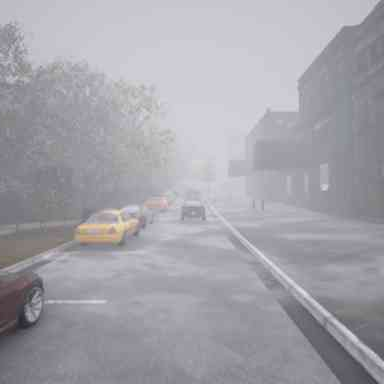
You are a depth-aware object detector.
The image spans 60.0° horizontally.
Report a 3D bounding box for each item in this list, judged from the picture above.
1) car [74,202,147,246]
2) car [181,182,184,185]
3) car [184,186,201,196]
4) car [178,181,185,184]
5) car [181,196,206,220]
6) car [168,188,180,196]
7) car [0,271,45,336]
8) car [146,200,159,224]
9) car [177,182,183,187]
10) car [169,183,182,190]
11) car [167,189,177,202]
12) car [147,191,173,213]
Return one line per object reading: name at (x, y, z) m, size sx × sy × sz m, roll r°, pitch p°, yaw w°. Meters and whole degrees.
car at (-3.643, 1.474, 15.267) m, size 1.946 × 1.575 × 5.366 m, roll 0°, pitch 1°, yaw 2°
car at (-3.645, -0.709, 73.680) m, size 2.231 × 1.521 × 4.892 m, roll 0°, pitch 3°, yaw 2°
car at (0.105, 0.592, 46.057) m, size 2.150 × 2.045 × 5.566 m, roll 0°, pitch 2°, yaw 0°
car at (-3.637, -1.409, 84.993) m, size 1.946 × 1.575 × 5.366 m, roll 0°, pitch 3°, yaw 2°
car at (0.103, 1.389, 27.350) m, size 1.882 × 1.535 × 5.008 m, roll 0°, pitch 1°, yaw 0°
car at (-3.629, 0.605, 51.414) m, size 2.231 × 1.521 × 4.892 m, roll 1°, pitch 3°, yaw 2°
car at (-3.662, 1.543, 4.020) m, size 2.163 × 1.488 × 4.792 m, roll -1°, pitch 0°, yaw 2°
car at (-3.649, 1.500, 21.404) m, size 2.002 × 1.452 × 4.674 m, roll 0°, pitch 0°, yaw 2°
car at (-3.647, -0.494, 68.087) m, size 2.185 × 1.767 × 4.553 m, roll 0°, pitch 3°, yaw 2°
car at (-3.648, -0.156, 62.526) m, size 2.185 × 1.767 × 4.553 m, roll 0°, pitch 3°, yaw 2°
car at (-3.626, 0.853, 45.680) m, size 1.946 × 1.575 × 5.366 m, roll 1°, pitch 2°, yaw 2°
car at (-3.624, 1.116, 34.661) m, size 2.185 × 1.767 × 4.553 m, roll 2°, pitch 2°, yaw 2°
